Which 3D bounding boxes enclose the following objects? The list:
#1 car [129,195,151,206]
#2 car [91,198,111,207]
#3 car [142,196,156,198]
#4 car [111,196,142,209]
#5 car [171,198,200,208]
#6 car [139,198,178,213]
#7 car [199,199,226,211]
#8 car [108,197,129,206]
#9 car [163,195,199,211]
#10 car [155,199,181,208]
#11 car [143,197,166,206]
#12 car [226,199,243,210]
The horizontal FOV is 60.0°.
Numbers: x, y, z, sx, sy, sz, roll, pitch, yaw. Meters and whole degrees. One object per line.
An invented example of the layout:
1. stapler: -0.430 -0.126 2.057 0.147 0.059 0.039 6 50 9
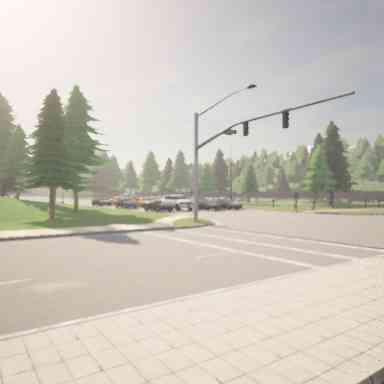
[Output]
1. car: -9.389 1.520 59.798 2.097 1.767 4.553 0 0 -35
2. car: -15.283 1.671 55.978 2.033 1.411 5.357 0 0 -36
3. car: -7.492 1.623 50.926 1.882 1.535 5.008 0 0 -35
4. car: -9.429 1.628 47.586 1.837 1.490 4.892 0 0 -35
5. car: -1.183 1.736 54.128 2.033 1.411 5.357 0 0 -35
6. car: -4.085 1.724 39.954 1.895 1.301 4.718 0 0 -35
7. car: 1.666 1.714 43.951 2.033 1.411 5.357 0 0 -35
8. car: -13.143 1.623 59.049 1.882 1.535 5.008 0 0 -34
9. car: -1.892 1.366 42.941 2.150 2.045 5.566 0 0 -34
10. car: -3.832 1.768 51.807 1.895 1.301 4.718 0 0 -35
11. car: -7.126 1.737 62.710 2.033 1.411 5.357 0 0 -34
12. car: 4.596 1.736 45.875 2.033 1.411 5.357 0 0 -35
